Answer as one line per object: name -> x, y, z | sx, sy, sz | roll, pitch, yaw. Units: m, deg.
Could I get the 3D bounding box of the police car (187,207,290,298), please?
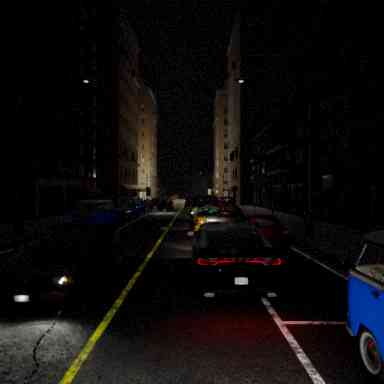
police car -> 0.908, 1.425, 8.673 | 1.930, 1.638, 5.238 | 0, 0, 0

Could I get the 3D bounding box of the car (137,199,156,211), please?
car -> -5.628, 1.586, 41.401 | 1.802, 1.307, 4.206 | 0, 0, 0

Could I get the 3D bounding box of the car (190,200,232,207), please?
car -> 0.918, 1.455, 18.753 | 1.801, 1.575, 5.366 | 0, 0, 0

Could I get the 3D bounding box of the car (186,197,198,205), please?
car -> 0.059, 1.575, 58.905 | 1.994, 1.385, 4.181 | 0, 0, 0

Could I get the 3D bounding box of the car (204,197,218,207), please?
car -> 2.908, 1.558, 52.395 | 2.008, 1.369, 4.403 | 0, 0, 0

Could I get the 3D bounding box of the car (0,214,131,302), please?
car -> -3.092, 1.547, 8.700 | 2.033, 1.411, 5.357 | 0, 0, 0

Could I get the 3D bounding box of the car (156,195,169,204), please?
car -> -5.606, 1.453, 63.407 | 1.967, 1.590, 4.097 | 0, 0, 0

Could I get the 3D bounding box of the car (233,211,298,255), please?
car -> 2.869, 1.581, 13.886 | 1.802, 1.307, 4.206 | 0, 0, 0

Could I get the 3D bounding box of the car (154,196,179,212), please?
car -> -2.961, 1.550, 38.600 | 2.033, 1.411, 5.357 | 0, 0, 0

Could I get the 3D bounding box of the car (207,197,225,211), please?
car -> 2.897, 1.444, 41.392 | 1.967, 1.590, 4.097 | 0, 0, 0

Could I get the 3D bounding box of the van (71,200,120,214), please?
van -> -5.651, 1.341, 19.397 | 1.690, 1.788, 3.998 | 0, 0, 0

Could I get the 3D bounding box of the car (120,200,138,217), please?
car -> -5.645, 1.551, 24.897 | 2.008, 1.369, 4.403 | 0, 0, 0

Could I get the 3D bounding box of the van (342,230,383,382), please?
van -> 2.857, 1.341, 2.883 | 1.690, 1.788, 3.998 | 0, 0, 0

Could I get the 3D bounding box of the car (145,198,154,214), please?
car -> -5.634, 1.568, 35.900 | 1.947, 1.339, 4.313 | 0, 0, 0

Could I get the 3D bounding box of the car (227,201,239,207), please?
car -> 2.881, 1.582, 24.888 | 1.802, 1.307, 4.206 | 0, 0, 0

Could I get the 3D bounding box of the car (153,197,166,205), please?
car -> -5.612, 1.592, 57.905 | 1.802, 1.307, 4.206 | 0, 0, 0

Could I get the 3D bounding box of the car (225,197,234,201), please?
car -> 2.885, 1.316, 30.389 | 2.192, 1.841, 5.009 | 0, 0, 0

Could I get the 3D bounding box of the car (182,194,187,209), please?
car -> 0.062, 1.357, 45.504 | 2.097, 1.767, 4.553 | 0, 0, 0

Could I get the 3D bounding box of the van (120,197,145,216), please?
van -> -5.640, 1.342, 30.398 | 1.690, 1.788, 3.998 | 0, 0, 0

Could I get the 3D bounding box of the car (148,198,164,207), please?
car -> -5.617, 1.574, 52.404 | 1.947, 1.339, 4.313 | 0, 0, 0

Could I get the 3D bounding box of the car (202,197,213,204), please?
car -> 2.919, 1.579, 63.398 | 1.947, 1.339, 4.313 | 0, 0, 0

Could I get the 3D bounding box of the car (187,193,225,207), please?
car -> 0.924, 1.225, 24.594 | 2.150, 2.045, 5.566 | 0, 0, 0
